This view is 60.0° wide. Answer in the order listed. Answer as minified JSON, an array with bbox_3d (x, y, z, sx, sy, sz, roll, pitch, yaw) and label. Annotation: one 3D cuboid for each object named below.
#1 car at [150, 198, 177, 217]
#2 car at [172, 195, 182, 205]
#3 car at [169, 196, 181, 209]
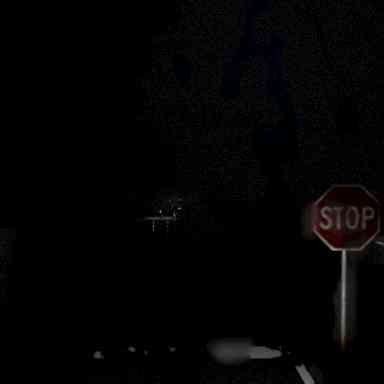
[{"bbox_3d":[-2.758,1.527,30.973,1.994,1.385,4.181,0,0,0],"label":"car"},{"bbox_3d":[-2.688,1.266,53.852,2.097,1.767,4.553,0,0,0],"label":"car"},{"bbox_3d":[-2.731,1.544,41.004,1.895,1.301,4.718,0,0,0],"label":"car"}]
